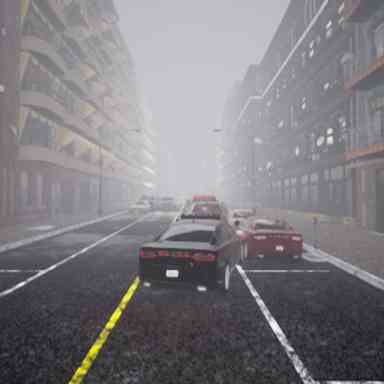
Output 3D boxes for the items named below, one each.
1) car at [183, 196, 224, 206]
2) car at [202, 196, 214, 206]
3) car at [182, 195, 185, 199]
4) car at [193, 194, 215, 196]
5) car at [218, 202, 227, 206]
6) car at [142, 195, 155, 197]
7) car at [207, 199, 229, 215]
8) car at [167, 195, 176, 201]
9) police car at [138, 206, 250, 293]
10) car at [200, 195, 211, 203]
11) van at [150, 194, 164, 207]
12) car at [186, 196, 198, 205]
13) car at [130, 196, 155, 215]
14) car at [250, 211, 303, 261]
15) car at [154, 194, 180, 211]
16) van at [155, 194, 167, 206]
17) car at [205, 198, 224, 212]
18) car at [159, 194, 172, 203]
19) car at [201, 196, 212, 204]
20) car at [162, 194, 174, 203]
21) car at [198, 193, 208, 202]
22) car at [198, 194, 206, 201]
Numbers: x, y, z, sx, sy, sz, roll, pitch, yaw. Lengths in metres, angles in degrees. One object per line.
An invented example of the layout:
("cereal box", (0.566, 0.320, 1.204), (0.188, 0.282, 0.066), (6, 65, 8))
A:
("car", (0.703, 1.319, 18.632), (2.097, 1.767, 4.553), (0, 0, -3))
("car", (2.630, 1.501, 56.284), (1.887, 1.381, 4.507), (1, 0, 0))
("car", (0.045, 1.516, 45.245), (1.994, 1.385, 4.181), (0, 0, 1))
("car", (0.844, 1.186, 24.741), (2.150, 2.045, 5.566), (0, 0, 0))
("car", (2.599, 1.494, 17.740), (1.752, 1.417, 4.829), (1, 0, 0))
("car", (-5.258, 1.268, 39.761), (2.192, 1.841, 5.009), (2, 0, 0))
("car", (2.611, 1.501, 34.160), (1.887, 1.381, 4.507), (1, 0, 0))
("car", (-5.229, 1.559, 84.005), (1.947, 1.339, 4.313), (1, 0, 0))
("police car", (0.282, 1.407, 9.088), (1.930, 1.638, 5.238), (0, 0, 15))
("car", (2.649, 1.407, 67.345), (1.967, 1.590, 4.097), (1, 0, 0))
("van", (-5.250, 1.294, 50.820), (1.690, 1.788, 3.998), (2, 0, 0))
("car", (0.049, 1.450, 59.428), (2.128, 1.511, 4.902), (0, 0, 0))
("car", (-5.268, 1.481, 34.060), (1.752, 1.417, 4.829), (2, 0, 0))
("car", (2.593, 1.522, 12.038), (1.887, 1.381, 4.507), (1, 0, 0))
("car", (-2.816, 1.305, 38.939), (2.097, 1.767, 4.553), (0, 0, 0))
("van", (-5.246, 1.297, 56.352), (1.690, 1.788, 3.998), (1, 0, 0))
("car", (2.616, 1.504, 39.692), (2.008, 1.369, 4.403), (1, 0, 0))
("car", (-5.236, 1.282, 67.412), (2.192, 1.841, 5.009), (1, 0, 0))
("car", (2.634, 1.506, 61.814), (1.887, 1.381, 4.507), (1, 0, 0))
("car", (-5.231, 1.290, 72.942), (2.192, 1.841, 5.009), (1, 0, 0))
("car", (2.619, 1.298, 78.407), (2.192, 1.841, 5.009), (1, 0, 0))
("car", (2.624, 1.446, 89.470), (1.967, 1.590, 4.097), (1, 0, 0))
